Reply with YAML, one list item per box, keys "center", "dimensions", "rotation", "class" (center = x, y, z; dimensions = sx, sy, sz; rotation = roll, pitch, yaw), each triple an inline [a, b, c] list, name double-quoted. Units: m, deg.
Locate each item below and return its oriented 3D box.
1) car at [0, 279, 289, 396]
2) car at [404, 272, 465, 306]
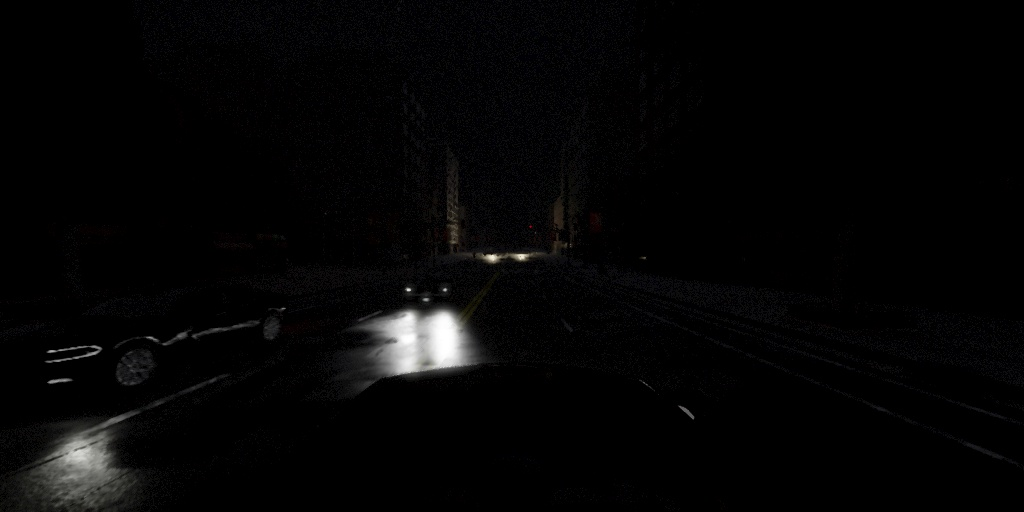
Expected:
- center: [-6.602, 1.267, 7.031]
  dimensions: [1.882, 1.535, 5.008]
  rotation: [0, 0, 0]
  class: "car"
- center: [-3.353, 1.413, 16.266]
  dimensions: [1.895, 1.301, 4.718]
  rotation: [0, 0, 0]
  class: "car"
